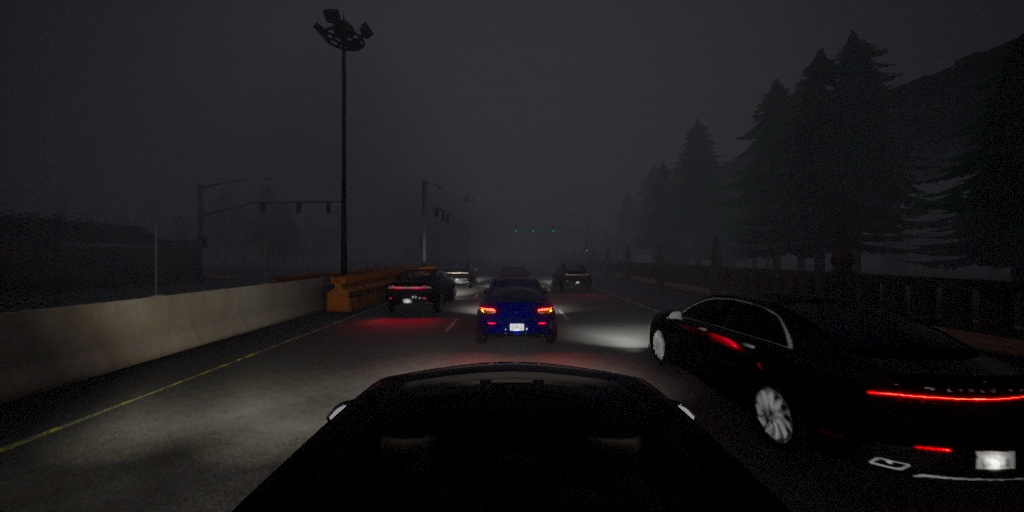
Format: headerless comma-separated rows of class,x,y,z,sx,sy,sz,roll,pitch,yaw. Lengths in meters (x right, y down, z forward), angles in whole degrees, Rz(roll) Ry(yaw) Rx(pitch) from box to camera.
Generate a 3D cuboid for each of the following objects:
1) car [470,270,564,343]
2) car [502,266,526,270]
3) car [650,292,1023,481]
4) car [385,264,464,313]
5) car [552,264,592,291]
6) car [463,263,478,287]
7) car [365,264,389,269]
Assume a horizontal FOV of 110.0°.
car,0.093,1.276,9.568,1.812,1.442,4.674,0,0,0
car,0.097,1.275,19.812,1.812,1.442,4.674,0,0,0
car,3.599,1.256,5.091,1.837,1.490,4.892,0,0,0
car,-3.401,1.242,14.063,2.128,1.511,4.902,0,0,0
car,3.596,1.241,22.055,2.128,1.511,4.902,0,0,0
car,-3.445,1.242,24.251,2.128,1.511,4.902,0,0,-1
car,-10.506,1.322,28.262,1.994,1.385,4.181,0,0,0
